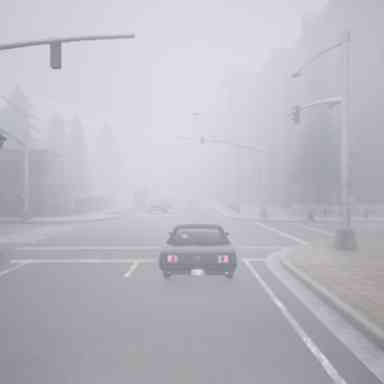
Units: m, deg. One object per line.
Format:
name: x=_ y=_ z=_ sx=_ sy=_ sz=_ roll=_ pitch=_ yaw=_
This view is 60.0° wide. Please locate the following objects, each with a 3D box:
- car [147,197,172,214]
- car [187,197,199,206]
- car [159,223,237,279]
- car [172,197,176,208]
car: x=-3.593 y=1.532 z=36.253 sx=1.812 sy=1.442 sz=4.674 roll=0 pitch=0 yaw=1
car: x=0.101 y=1.574 z=56.295 sx=1.994 sy=1.385 sz=4.181 roll=0 pitch=0 yaw=0
car: x=0.204 y=1.603 z=10.069 sx=1.895 sy=1.301 sz=4.718 roll=0 pitch=0 yaw=2
car: x=-3.589 y=1.609 z=45.274 sx=1.895 sy=1.301 sz=4.718 roll=0 pitch=0 yaw=0
